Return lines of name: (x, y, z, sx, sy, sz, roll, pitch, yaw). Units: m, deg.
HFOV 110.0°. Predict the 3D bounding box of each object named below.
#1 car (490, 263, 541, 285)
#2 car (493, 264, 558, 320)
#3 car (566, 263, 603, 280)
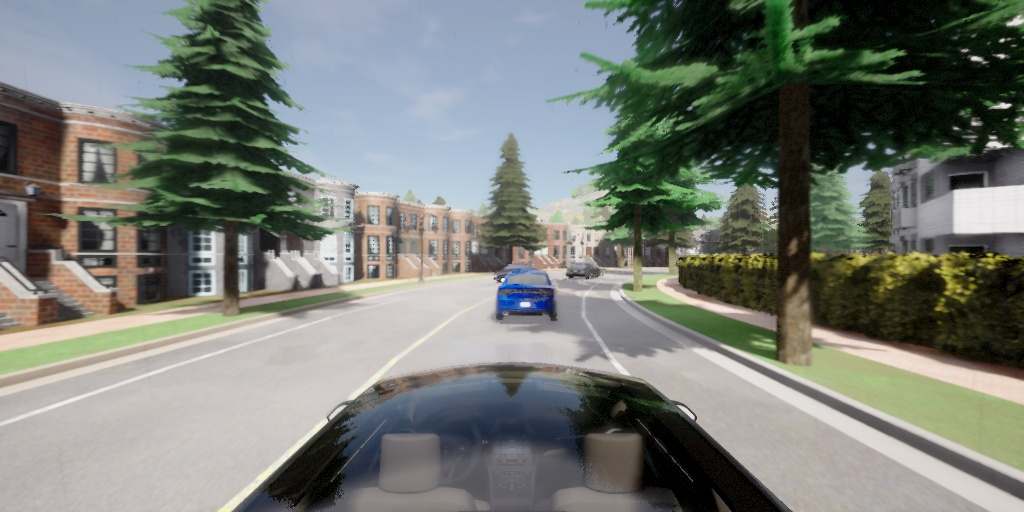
car: (0.403, 1.296, 27.552, 2.033, 1.411, 5.357, 0, 0, 22)
car: (0.587, 1.228, 12.676, 1.882, 1.535, 5.008, 0, 0, 5)
car: (6.441, 1.305, 31.611, 2.033, 1.411, 5.357, 0, 0, 30)
